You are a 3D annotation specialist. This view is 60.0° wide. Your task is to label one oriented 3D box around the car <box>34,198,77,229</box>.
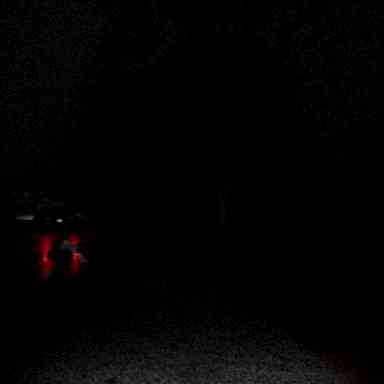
[{"bbox_3d":[-7.493,1.064,18.107,1.812,1.442,4.674,-1,3,-28],"label":"car"}]
